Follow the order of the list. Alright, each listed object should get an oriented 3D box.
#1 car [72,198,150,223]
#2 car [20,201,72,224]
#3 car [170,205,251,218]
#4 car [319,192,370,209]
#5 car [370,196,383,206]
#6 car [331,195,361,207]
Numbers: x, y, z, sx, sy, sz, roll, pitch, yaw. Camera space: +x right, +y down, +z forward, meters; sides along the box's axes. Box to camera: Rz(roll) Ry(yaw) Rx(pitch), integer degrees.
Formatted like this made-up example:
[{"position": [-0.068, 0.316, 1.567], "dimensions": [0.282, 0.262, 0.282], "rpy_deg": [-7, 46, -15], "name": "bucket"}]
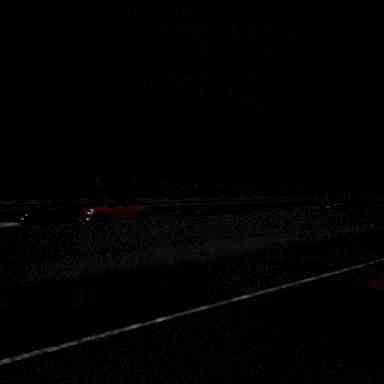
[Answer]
[{"position": [-5.162, 1.211, 22.105], "dimensions": [4.553, 1.767, 2.097], "rpy_deg": [0, 0, -37], "name": "car"}, {"position": [-9.081, 1.381, 23.540], "dimensions": [5.357, 1.411, 2.033], "rpy_deg": [0, 0, -37], "name": "car"}, {"position": [1.066, 1.447, 18.028], "dimensions": [5.357, 1.411, 2.033], "rpy_deg": [0, 0, -37], "name": "car"}, {"position": [14.868, 1.047, 32.751], "dimensions": [5.566, 2.045, 2.150], "rpy_deg": [0, 1, -37], "name": "car"}, {"position": [26.661, 1.253, 45.963], "dimensions": [5.357, 1.411, 2.033], "rpy_deg": [-1, 1, -37], "name": "car"}, {"position": [21.540, 1.234, 46.494], "dimensions": [4.674, 1.442, 1.812], "rpy_deg": [-1, 1, -37], "name": "car"}]
